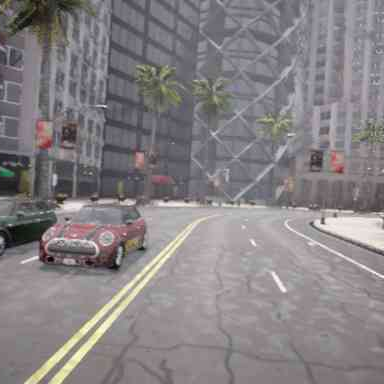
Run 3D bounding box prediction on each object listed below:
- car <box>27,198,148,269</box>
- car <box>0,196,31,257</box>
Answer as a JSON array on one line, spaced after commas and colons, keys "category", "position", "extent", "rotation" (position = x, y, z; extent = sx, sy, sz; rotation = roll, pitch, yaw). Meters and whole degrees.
[{"category": "car", "position": [-2.822, 1.171, 10.578], "extent": [2.097, 1.767, 4.553], "rotation": [4, 0, 5]}, {"category": "car", "position": [-6.295, 0.944, 10.896], "extent": [2.097, 1.767, 4.553], "rotation": [4, 0, 5]}]
